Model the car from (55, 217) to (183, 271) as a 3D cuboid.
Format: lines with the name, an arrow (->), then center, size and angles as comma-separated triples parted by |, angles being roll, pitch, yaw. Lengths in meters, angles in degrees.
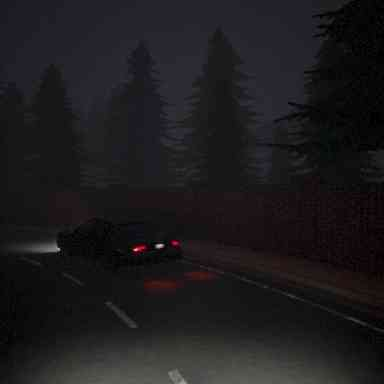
car -> -2.624, 1.534, 10.956 | 2.033, 1.411, 5.357 | 0, 0, -43
